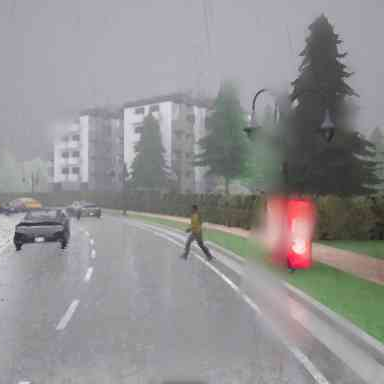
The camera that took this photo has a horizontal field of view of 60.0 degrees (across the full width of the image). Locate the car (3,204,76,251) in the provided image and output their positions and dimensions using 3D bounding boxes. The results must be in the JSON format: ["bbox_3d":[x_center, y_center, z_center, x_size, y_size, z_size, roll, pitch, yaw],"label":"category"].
[{"bbox_3d":[-6.237,1.472,14.183,2.128,1.511,4.902,0,0,-19],"label":"car"}]

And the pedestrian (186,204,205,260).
[{"bbox_3d":[0.111,1.279,10.507,0.375,1.860,0.375,0,0,-13],"label":"pedestrian"}]

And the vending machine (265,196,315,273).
[{"bbox_3d":[2.828,1.182,9.668,1.100,2.100,0.880,0,0,-12],"label":"vending machine"}]

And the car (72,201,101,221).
[{"bbox_3d":[-8.921,1.454,27.045,2.128,1.511,4.902,0,0,-34],"label":"car"}]

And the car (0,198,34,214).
[{"bbox_3d":[-16.940,1.559,31.288,1.895,1.301,4.718,0,0,-45],"label":"car"}]

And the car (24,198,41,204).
[{"bbox_3d":[-19.191,1.427,37.981,5.008,1.535,1.882,0,0,36],"label":"car"}]
